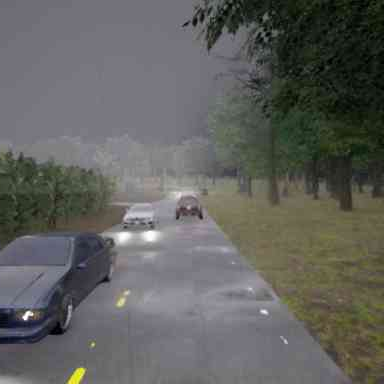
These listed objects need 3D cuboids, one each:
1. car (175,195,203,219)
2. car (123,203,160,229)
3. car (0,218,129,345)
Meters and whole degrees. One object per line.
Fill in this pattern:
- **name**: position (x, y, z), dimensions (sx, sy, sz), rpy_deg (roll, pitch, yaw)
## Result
- **car**: position (-0.245, 1.179, 26.956), dimensions (2.097, 1.767, 4.553), rpy_deg (-1, 1, -1)
- **car**: position (-3.097, 1.431, 20.986), dimensions (1.812, 1.442, 4.674), rpy_deg (-1, 0, -1)
- **car**: position (-2.921, 1.555, 7.001), dimensions (2.033, 1.411, 5.357), rpy_deg (-1, 0, 0)
